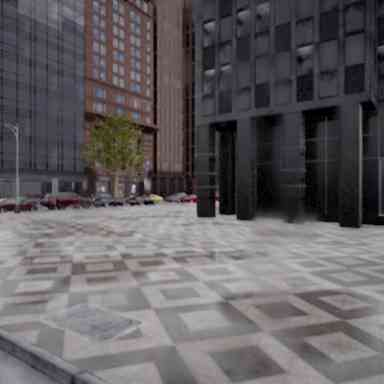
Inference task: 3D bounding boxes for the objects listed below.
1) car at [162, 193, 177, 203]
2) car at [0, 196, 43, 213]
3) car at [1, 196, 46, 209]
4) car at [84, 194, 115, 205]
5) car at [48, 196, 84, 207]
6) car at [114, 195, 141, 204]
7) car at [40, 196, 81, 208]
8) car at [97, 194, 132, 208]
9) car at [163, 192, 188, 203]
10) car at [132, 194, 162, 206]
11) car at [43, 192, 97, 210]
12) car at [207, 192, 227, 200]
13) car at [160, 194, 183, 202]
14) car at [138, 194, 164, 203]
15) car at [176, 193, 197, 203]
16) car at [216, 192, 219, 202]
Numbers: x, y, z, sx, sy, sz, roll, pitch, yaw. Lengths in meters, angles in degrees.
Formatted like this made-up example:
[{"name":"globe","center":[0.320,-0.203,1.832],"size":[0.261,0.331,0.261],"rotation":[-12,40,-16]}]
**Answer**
[{"name":"car","center":[-2.027,1.111,54.755],"size":[2.033,1.411,5.357],"rotation":[0,0,35]},{"name":"car","center":[-16.058,1.228,29.874],"size":[1.802,1.307,4.206],"rotation":[0,0,35]},{"name":"car","center":[-19.859,1.194,39.364],"size":[1.947,1.339,4.313],"rotation":[0,0,35]},{"name":"car","center":[-13.443,1.034,48.638],"size":[1.967,1.590,4.097],"rotation":[0,0,35]},{"name":"car","center":[-16.651,1.193,44.002],"size":[1.802,1.307,4.206],"rotation":[0,0,35]},{"name":"car","center":[-10.235,1.162,53.277],"size":[1.802,1.307,4.206],"rotation":[0,0,35]},{"name":"car","center":[-15.865,1.182,40.288],"size":[1.994,1.385,4.181],"rotation":[0,0,35]},{"name":"car","center":[-9.642,1.174,39.148],"size":[1.947,1.339,4.313],"rotation":[0,0,35]},{"name":"car","center":[-2.816,0.910,58.996],"size":[2.097,1.767,4.553],"rotation":[0,0,35]},{"name":"car","center":[-6.435,1.157,43.785],"size":[1.947,1.339,4.313],"rotation":[0,0,35]},{"name":"car","center":[-12.850,0.940,34.511],"size":[2.192,1.841,5.009],"rotation":[0,0,35]},{"name":"car","center":[5.807,0.840,76.466],"size":[2.192,1.841,5.009],"rotation":[0,0,35]},{"name":"car","center":[-3.818,1.121,62.553],"size":[1.947,1.339,4.313],"rotation":[0,0,35]},{"name":"car","center":[-7.123,1.093,57.774],"size":[1.752,1.417,4.829],"rotation":[0,0,35]},{"name":"car","center":[-0.019,1.109,53.060],"size":[1.887,1.381,4.507],"rotation":[0,0,35]},{"name":"car","center":[3.189,0.867,57.697],"size":[2.192,1.841,5.009],"rotation":[0,0,35]}]
